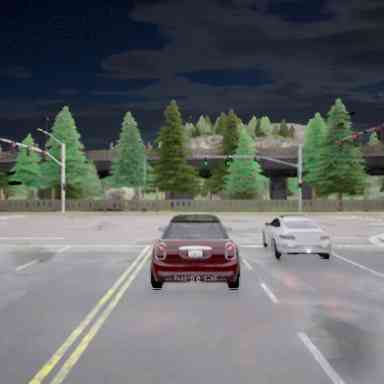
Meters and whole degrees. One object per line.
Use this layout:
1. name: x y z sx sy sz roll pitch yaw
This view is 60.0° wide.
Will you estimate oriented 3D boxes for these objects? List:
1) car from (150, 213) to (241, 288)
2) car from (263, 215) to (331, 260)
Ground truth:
1. car: 0.090 1.415 9.561 2.097 1.767 4.553 0 0 0
2. car: 3.853 1.610 12.735 1.812 1.442 4.674 0 0 5
